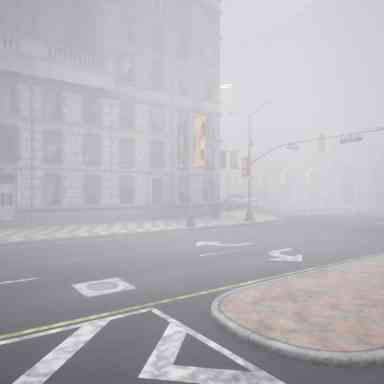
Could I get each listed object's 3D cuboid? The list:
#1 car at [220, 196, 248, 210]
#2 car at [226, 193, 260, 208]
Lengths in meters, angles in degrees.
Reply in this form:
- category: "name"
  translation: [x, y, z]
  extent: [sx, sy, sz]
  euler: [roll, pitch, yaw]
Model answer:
- category: "car"
  translation: [4.742, 1.564, 43.420]
  extent: [1.994, 1.385, 4.181]
  euler: [0, 0, -36]
- category: "car"
  translation: [6.915, 1.221, 46.383]
  extent: [2.150, 2.045, 5.566]
  euler: [0, 0, -37]
